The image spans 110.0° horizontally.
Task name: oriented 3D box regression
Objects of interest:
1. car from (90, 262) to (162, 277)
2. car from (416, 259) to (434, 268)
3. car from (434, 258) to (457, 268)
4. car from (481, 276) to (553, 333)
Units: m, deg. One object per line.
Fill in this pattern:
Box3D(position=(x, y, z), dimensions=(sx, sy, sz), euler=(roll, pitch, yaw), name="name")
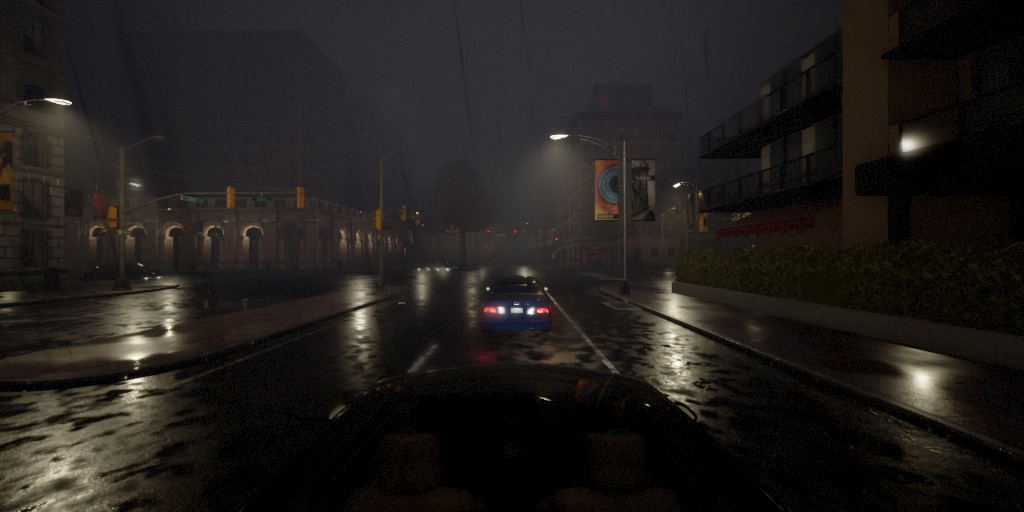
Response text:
Box3D(position=(-37.192, 1.297, 34.567), dimensions=(5.357, 1.411, 2.033), euler=(0, 0, 0), name="car")
Box3D(position=(-14.529, 1.228, 61.766), dimensions=(1.882, 1.535, 5.008), euler=(0, 0, 1), name="car")
Box3D(position=(-11.062, 1.102, 59.697), dimensions=(2.097, 1.767, 4.553), euler=(0, 0, 1), name="car")
Box3D(position=(0.144, 1.297, 10.749), dimensions=(2.033, 1.411, 5.357), euler=(0, 0, 1), name="car")
